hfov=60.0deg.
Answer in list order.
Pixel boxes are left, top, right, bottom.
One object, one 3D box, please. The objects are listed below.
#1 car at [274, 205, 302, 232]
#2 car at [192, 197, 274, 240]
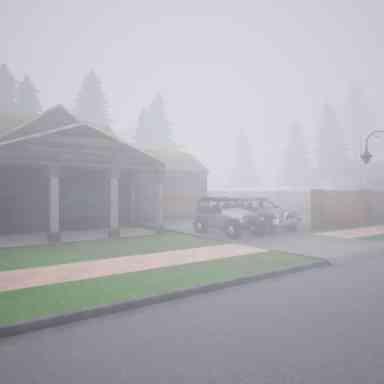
[{"bbox_3d":[3.494,1.171,17.880,1.932,1.855,4.605,0,0,-36],"label":"car"},{"bbox_3d":[1.684,1.174,16.093,1.905,1.878,3.866,0,0,-36],"label":"car"}]
